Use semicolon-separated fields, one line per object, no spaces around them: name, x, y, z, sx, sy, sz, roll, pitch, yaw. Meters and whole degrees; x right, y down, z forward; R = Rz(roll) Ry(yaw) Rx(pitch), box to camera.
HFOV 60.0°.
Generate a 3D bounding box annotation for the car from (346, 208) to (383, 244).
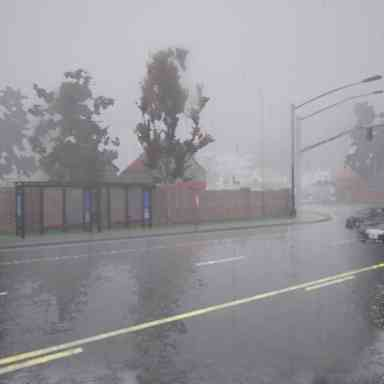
car;9.370;1.552;14.904;4.902;1.511;2.128;0;0;-35
